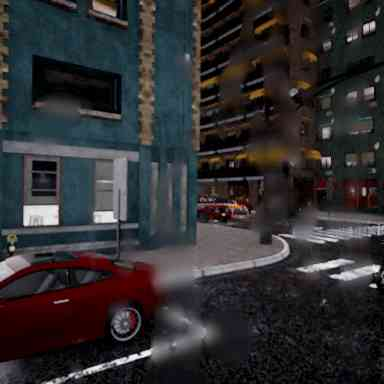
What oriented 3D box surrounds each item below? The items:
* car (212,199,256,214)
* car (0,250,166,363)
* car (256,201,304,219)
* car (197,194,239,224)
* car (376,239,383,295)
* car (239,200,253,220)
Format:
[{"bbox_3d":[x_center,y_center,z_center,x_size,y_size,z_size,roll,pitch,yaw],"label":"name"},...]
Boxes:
[{"bbox_3d":[4.047,1.369,32.368,1.802,1.307,4.206,2,0,-36],"label":"car"},{"bbox_3d":[-2.371,1.585,4.860,4.206,1.307,1.802,0,0,-35],"label":"car"},{"bbox_3d":[7.314,1.434,27.856,1.947,1.339,4.313,2,0,-36],"label":"car"},{"bbox_3d":[0.511,1.084,22.974,2.192,1.841,5.009,2,0,-36],"label":"car"},{"bbox_3d":[5.836,1.526,7.974,2.128,1.511,4.902,1,0,36],"label":"car"},{"bbox_3d":[2.158,1.140,25.090,2.097,1.767,4.553,1,0,-36],"label":"car"}]
